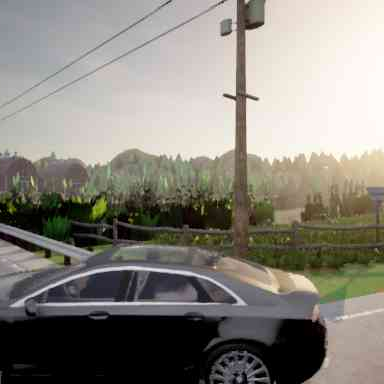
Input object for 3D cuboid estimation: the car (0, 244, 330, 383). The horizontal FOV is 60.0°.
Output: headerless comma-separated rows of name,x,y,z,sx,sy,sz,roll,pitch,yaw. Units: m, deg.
car,-0.853,1.479,4.288,4.902,1.511,2.128,0,2,4
